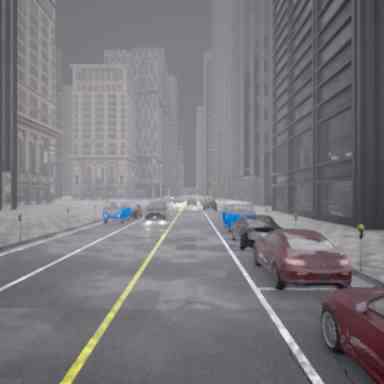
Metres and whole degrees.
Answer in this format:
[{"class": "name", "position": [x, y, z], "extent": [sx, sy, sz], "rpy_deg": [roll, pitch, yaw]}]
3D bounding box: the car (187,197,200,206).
[{"class": "car", "position": [0.004, 1.843, 62.858], "extent": [2.128, 1.511, 4.902], "rpy_deg": [0, 0, 0]}]

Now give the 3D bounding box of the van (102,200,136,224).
[{"class": "van", "position": [-5.765, 1.490, 25.924], "extent": [1.690, 1.788, 3.998], "rpy_deg": [0, 0, 0]}]

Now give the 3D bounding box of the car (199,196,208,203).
[{"class": "car", "position": [2.765, 1.888, 82.332], "extent": [1.967, 1.590, 4.097], "rpy_deg": [0, 0, 0]}]

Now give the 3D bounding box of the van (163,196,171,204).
[{"class": "van", "position": [-5.761, 1.762, 76.691], "extent": [1.690, 1.788, 3.998], "rpy_deg": [0, 0, 0]}]

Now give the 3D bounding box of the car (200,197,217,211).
[{"class": "car", "position": [2.358, 1.759, 44.583], "extent": [1.837, 1.490, 4.892], "rpy_deg": [0, 0, 0]}]

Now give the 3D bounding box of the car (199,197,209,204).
[{"class": "car", "position": [2.765, 1.972, 76.690], "extent": [2.008, 1.369, 4.403], "rpy_deg": [0, 0, 0]}]

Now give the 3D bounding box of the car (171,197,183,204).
[{"class": "car", "position": [-2.995, 1.893, 72.329], "extent": [1.837, 1.490, 4.892], "rpy_deg": [0, 0, 0]}]

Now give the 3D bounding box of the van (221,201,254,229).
[{"class": "van", "position": [2.760, 1.458, 20.285], "extent": [1.690, 1.788, 3.998], "rpy_deg": [0, 0, 0]}]

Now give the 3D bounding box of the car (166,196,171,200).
[{"class": "car", "position": [-5.761, 1.931, 65.408], "extent": [1.947, 1.339, 4.313], "rpy_deg": [0, 0, 0]}]

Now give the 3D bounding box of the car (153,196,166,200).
[{"class": "car", "position": [-5.762, 1.746, 54.126], "extent": [1.967, 1.590, 4.097], "rpy_deg": [0, 0, 0]}]

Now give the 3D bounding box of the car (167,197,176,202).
[{"class": "car", "position": [-5.759, 2.051, 93.612], "extent": [2.008, 1.369, 4.403], "rpy_deg": [0, 0, 0]}]

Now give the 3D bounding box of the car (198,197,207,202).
[{"class": "car", "position": [2.766, 2.025, 87.972], "extent": [2.008, 1.369, 4.403], "rpy_deg": [0, 0, 0]}]

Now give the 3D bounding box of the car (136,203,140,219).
[{"class": "car", "position": [-5.764, 1.726, 31.563], "extent": [1.887, 1.381, 4.507], "rpy_deg": [0, 0, 0]}]

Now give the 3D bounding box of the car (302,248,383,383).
[{"class": "car", "position": [2.760, 1.602, 3.362], "extent": [1.802, 1.307, 4.206], "rpy_deg": [0, 0, 0]}]

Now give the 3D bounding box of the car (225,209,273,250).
[{"class": "car", "position": [2.761, 1.651, 14.643], "extent": [1.947, 1.339, 4.313], "rpy_deg": [0, 0, 0]}]

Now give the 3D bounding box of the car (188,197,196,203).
[{"class": "car", "position": [0.005, 1.890, 79.109], "extent": [1.895, 1.301, 4.718], "rpy_deg": [0, 0, 0]}]

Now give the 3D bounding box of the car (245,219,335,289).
[{"class": "car", "position": [2.761, 1.635, 9.003], "extent": [1.802, 1.307, 4.206], "rpy_deg": [0, 0, 0]}]

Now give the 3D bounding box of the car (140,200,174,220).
[{"class": "car", "position": [-3.096, 1.721, 30.353], "extent": [2.033, 1.411, 5.357], "rpy_deg": [0, 0, 0]}]

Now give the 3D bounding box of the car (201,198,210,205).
[{"class": "car", "position": [2.765, 1.919, 71.220], "extent": [1.752, 1.417, 4.829], "rpy_deg": [0, 0, 0]}]
